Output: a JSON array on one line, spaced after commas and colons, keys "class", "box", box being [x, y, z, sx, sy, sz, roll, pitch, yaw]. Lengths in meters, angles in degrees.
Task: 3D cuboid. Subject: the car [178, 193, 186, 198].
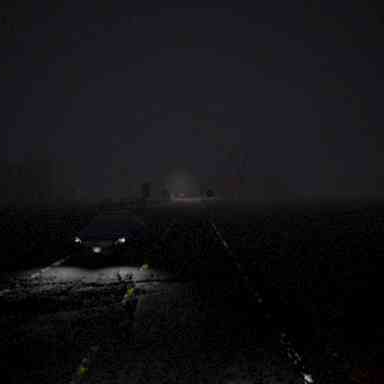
[{"class": "car", "box": [-2.752, 0.945, 90.092, 1.882, 1.535, 5.008, 0, 0, 0]}]

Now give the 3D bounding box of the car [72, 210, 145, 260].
[{"class": "car", "box": [-2.844, 1.443, 12.268, 1.812, 1.442, 4.674, 0, 1, 0]}]
